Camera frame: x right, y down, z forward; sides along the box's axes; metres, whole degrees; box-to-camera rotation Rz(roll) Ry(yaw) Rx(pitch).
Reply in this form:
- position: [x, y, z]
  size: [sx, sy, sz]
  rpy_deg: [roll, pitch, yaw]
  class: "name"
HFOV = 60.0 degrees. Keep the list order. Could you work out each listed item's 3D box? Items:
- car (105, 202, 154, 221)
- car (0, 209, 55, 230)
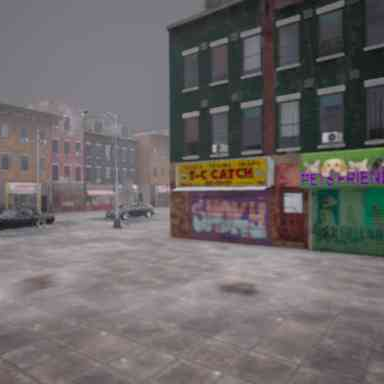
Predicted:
- position: [-5.419, 1.646, 29.369]
  size: [1.837, 1.490, 4.892]
  rpy_deg: [-1, 0, 35]
  class: "car"
- position: [-11.313, 1.795, 21.074]
  size: [1.895, 1.301, 4.718]
  rpy_deg: [-1, 0, 35]
  class: "car"
